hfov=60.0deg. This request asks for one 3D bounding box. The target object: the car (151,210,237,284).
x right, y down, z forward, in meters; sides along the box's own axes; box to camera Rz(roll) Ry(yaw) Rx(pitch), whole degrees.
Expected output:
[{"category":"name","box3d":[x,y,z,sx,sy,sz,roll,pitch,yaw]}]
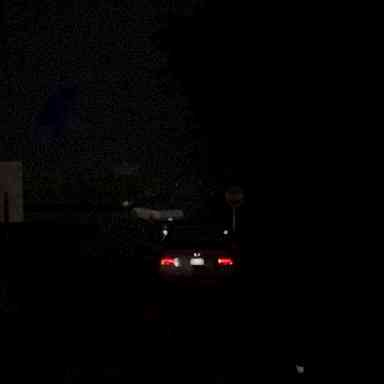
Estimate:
[{"category":"car","box3d":[0.105,1.483,9.413,2.033,1.411,5.357,0,0,0]}]

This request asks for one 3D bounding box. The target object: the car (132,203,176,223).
[{"category":"car","box3d":[-2.550,1.407,23.167,1.895,1.301,4.718,0,1,-31]}]
